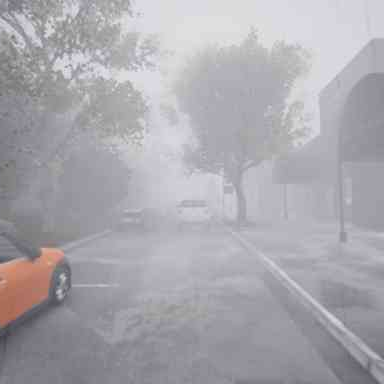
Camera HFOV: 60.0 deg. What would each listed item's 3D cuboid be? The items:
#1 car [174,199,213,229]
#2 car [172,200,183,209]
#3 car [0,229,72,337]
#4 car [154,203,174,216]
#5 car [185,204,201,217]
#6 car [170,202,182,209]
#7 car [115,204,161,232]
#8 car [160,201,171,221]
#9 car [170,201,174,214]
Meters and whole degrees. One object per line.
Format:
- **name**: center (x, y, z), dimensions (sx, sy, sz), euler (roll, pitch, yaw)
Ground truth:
- **car**: center (0.101, 1.493, 23.656), dimensions (2.150, 2.045, 5.566), euler (0, -1, 0)
- **car**: center (-3.398, 2.890, 78.010), dimensions (2.185, 1.767, 4.553), euler (-1, -1, 2)
- **car**: center (-3.654, 1.345, 5.243), dimensions (2.185, 1.767, 4.553), euler (0, 0, 2)
- **car**: center (-3.645, 2.303, 44.249), dimensions (2.163, 1.488, 4.792), euler (0, -1, 2)
- **car**: center (0.102, 2.239, 41.883), dimensions (1.837, 1.490, 4.892), euler (0, -2, 0)
- **car**: center (-3.400, 2.909, 72.300), dimensions (2.231, 1.521, 4.892), euler (0, -1, 2)
- **car**: center (-3.634, 1.738, 21.979), dimensions (2.163, 1.488, 4.792), euler (1, -1, 2)
- **car**: center (-3.635, 1.991, 33.085), dimensions (2.097, 1.535, 5.008), euler (1, -2, 2)
- **car**: center (-3.642, 2.132, 38.644), dimensions (2.097, 1.535, 5.008), euler (0, -1, 2)
